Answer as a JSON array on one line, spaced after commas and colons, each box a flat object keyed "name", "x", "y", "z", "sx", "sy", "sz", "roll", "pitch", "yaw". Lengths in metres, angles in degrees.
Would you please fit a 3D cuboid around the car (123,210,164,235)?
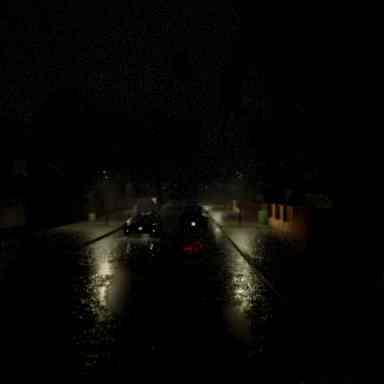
[{"name": "car", "x": -2.761, "y": 1.785, "z": 19.820, "sx": 1.994, "sy": 1.385, "sz": 4.181, "roll": 0, "pitch": -1, "yaw": 0}]

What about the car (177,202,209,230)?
[{"name": "car", "x": 0.087, "y": 1.716, "z": 22.763, "sx": 1.837, "sy": 1.490, "sz": 4.892, "roll": 0, "pitch": 0, "yaw": 0}]

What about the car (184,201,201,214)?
[{"name": "car", "x": 0.076, "y": 1.913, "z": 41.393, "sx": 2.033, "sy": 1.411, "sz": 5.357, "roll": 0, "pitch": 0, "yaw": 0}]
